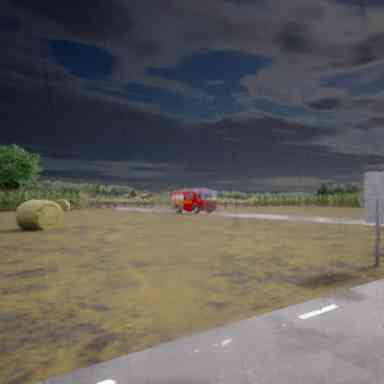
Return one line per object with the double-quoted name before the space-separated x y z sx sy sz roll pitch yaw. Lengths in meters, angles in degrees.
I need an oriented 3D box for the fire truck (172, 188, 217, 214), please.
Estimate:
"fire truck" 0.225 1.325 51.520 2.891 3.827 8.468 0 -1 -35
